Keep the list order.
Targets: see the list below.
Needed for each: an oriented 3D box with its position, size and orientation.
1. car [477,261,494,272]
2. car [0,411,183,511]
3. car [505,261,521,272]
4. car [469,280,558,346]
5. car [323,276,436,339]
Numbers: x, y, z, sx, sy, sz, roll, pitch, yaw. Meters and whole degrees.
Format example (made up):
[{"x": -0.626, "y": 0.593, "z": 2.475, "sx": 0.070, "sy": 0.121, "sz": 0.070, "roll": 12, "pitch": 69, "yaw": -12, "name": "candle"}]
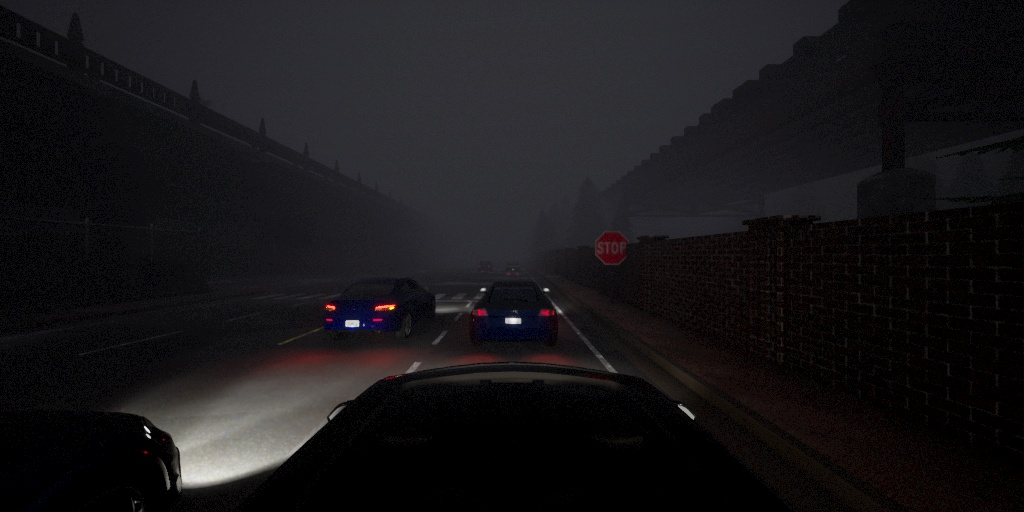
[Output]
[{"x": -3.388, "y": 1.297, "z": 46.019, "sx": 2.033, "sy": 1.411, "sz": 5.357, "roll": 0, "pitch": 0, "yaw": -1, "name": "car"}, {"x": -3.399, "y": 1.314, "z": 0.856, "sx": 1.994, "sy": 1.385, "sz": 4.181, "roll": 0, "pitch": 0, "yaw": 0, "name": "car"}, {"x": 0.106, "y": 1.351, "z": 46.226, "sx": 1.895, "sy": 1.301, "sz": 4.718, "roll": 0, "pitch": 0, "yaw": -1, "name": "car"}, {"x": 0.070, "y": 1.314, "z": 9.429, "sx": 1.994, "sy": 1.385, "sz": 4.181, "roll": 0, "pitch": 0, "yaw": 1, "name": "car"}, {"x": -3.412, "y": 1.276, "z": 9.952, "sx": 1.812, "sy": 1.442, "sz": 4.674, "roll": 0, "pitch": 0, "yaw": 0, "name": "car"}]
